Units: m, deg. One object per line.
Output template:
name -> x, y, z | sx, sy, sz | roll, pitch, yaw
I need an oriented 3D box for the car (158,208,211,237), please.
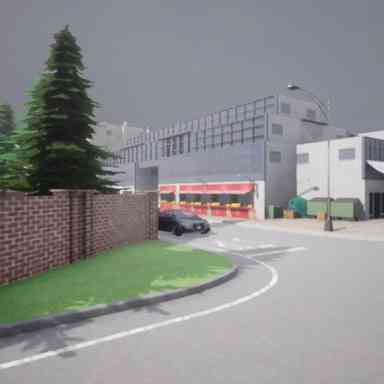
car -> -0.755, 1.737, 19.532 | 1.994, 1.385, 4.181 | 0, 0, -35

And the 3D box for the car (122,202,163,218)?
car -> -4.945, 1.737, 32.898 | 1.994, 1.385, 4.181 | 0, 0, -43
